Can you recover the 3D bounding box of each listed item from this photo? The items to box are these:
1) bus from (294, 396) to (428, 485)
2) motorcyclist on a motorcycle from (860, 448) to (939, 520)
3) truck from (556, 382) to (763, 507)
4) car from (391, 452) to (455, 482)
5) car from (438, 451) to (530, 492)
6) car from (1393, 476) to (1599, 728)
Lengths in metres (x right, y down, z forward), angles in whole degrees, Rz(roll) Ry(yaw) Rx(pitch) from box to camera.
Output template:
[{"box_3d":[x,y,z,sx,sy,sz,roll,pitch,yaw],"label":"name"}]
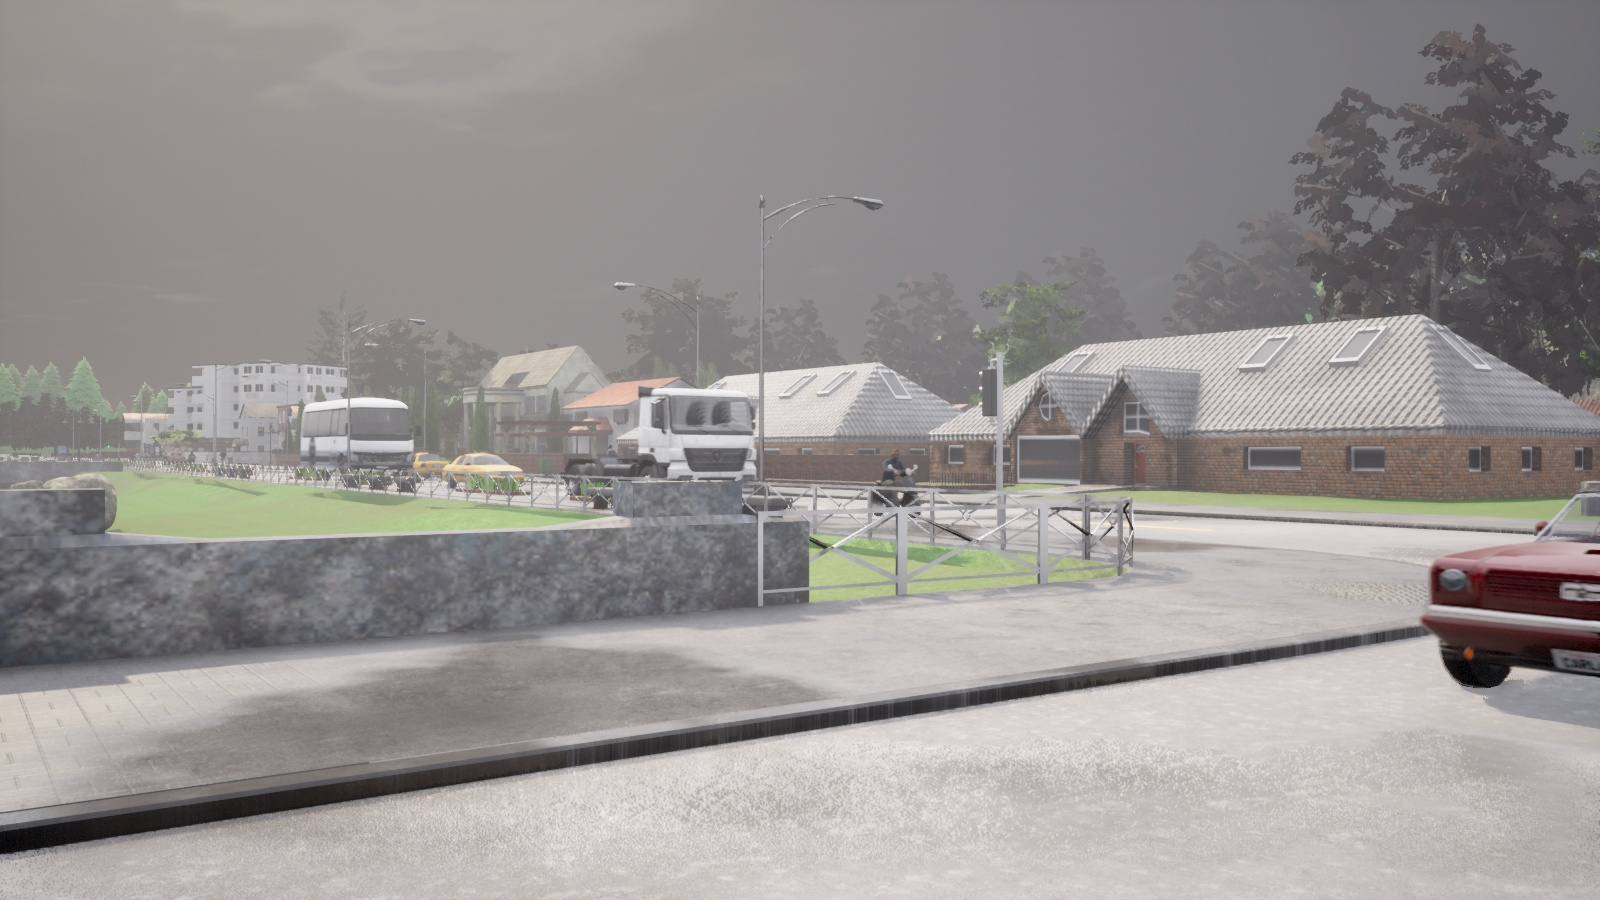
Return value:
[{"box_3d":[-22.923,-0.424,65.164,3.944,4.253,10.273,0,0,-35],"label":"bus"},{"box_3d":[2.276,0.764,28.978,0.866,1.590,1.817,0,0,-35],"label":"motorcyclist on a motorcycle"},{"box_3d":[-4.542,-0.133,38.769,2.891,3.462,7.936,0,0,-35],"label":"truck"},{"box_3d":[-20.817,0.897,69.142,1.801,1.575,5.366,0,0,-35],"label":"car"},{"box_3d":[-12.802,0.835,50.631,1.801,1.575,5.366,0,0,-35],"label":"car"},{"box_3d":[6.017,0.853,8.429,4.718,1.301,1.895,0,0,-40],"label":"car"}]
